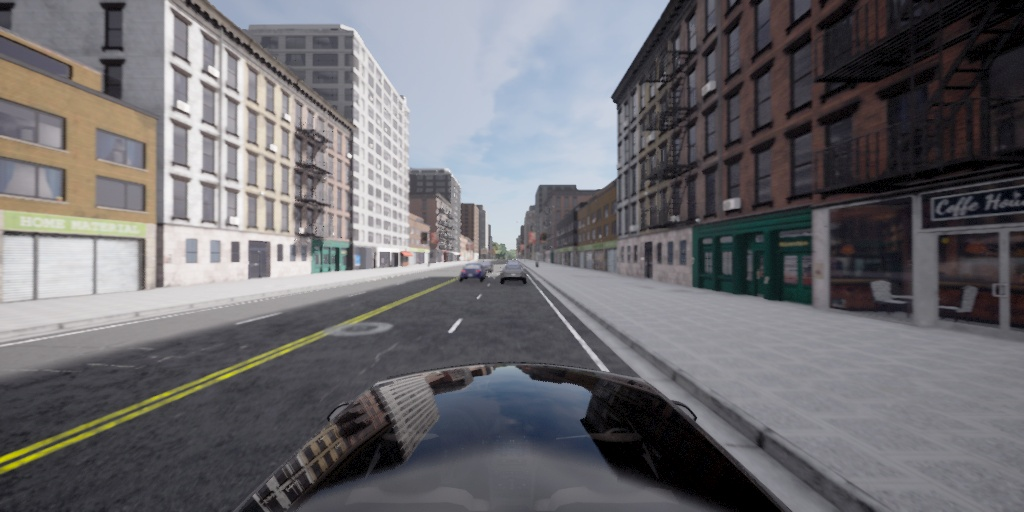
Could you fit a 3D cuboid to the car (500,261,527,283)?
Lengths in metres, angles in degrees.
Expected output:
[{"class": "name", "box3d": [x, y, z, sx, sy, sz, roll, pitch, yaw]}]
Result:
[{"class": "car", "box3d": [0.106, 1.328, 28.137, 1.994, 1.385, 4.181, 0, 0, 0]}]

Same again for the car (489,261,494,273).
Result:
[{"class": "car", "box3d": [-3.209, 1.322, 43.585, 2.033, 1.411, 5.357, 0, 0, 1]}]

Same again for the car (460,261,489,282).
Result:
[{"class": "car", "box3d": [-3.149, 1.290, 29.406, 1.812, 1.442, 4.674, 0, 0, 0]}]
